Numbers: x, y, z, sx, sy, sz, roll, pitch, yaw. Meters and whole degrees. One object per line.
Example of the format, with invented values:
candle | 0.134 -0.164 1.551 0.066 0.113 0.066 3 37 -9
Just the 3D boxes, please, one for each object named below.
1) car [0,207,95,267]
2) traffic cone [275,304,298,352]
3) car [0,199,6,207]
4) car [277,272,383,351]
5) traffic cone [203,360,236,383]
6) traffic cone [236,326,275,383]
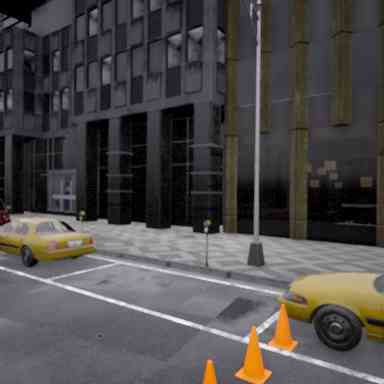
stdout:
car | -5.209 1.401 10.802 4.829 1.417 1.752 1 1 35
traffic cone | 1.332 1.936 4.865 0.340 0.580 0.340 1 0 35
car | -9.495 1.127 13.859 5.009 1.841 2.192 1 1 35
car | 3.645 1.532 4.488 4.829 1.417 1.752 1 1 35
traffic cone | 0.170 1.936 3.238 0.340 0.580 0.340 1 0 35
traffic cone | 0.751 1.936 4.050 0.340 0.580 0.340 1 0 35
